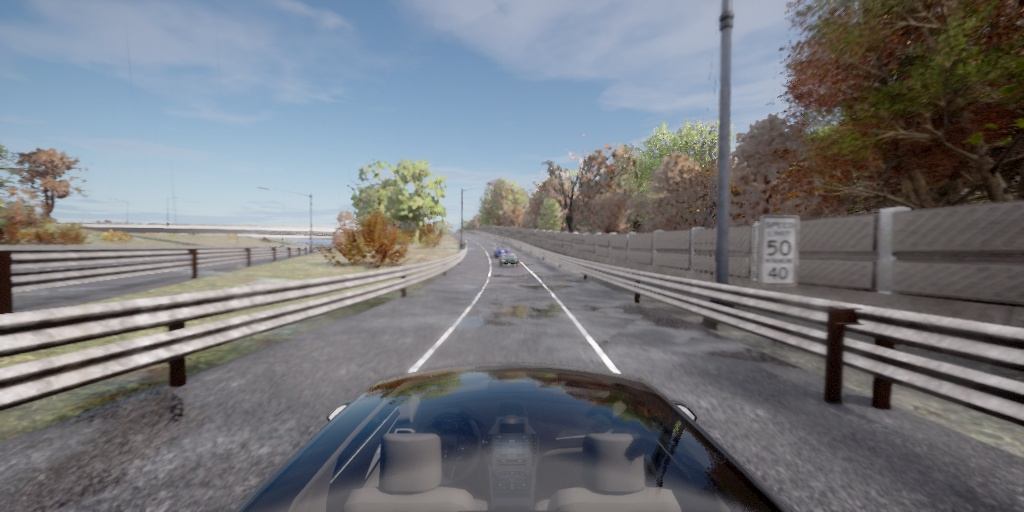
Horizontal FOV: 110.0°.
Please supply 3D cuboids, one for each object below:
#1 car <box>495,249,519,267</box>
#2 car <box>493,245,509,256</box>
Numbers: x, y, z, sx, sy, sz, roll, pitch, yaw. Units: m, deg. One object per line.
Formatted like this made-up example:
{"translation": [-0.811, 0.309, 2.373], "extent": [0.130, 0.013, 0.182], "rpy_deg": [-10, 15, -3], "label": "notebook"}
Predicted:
{"translation": [-0.416, 0.368, 36.589], "extent": [1.895, 1.301, 4.718], "rpy_deg": [1, 3, -4], "label": "car"}
{"translation": [-1.396, -0.762, 48.666], "extent": [2.097, 1.767, 4.553], "rpy_deg": [0, 5, -6], "label": "car"}
